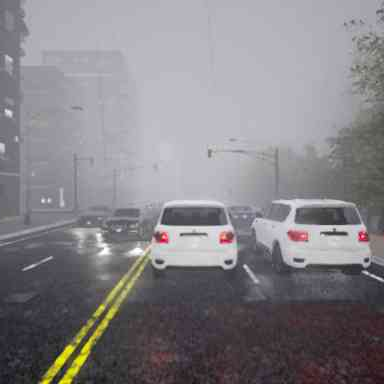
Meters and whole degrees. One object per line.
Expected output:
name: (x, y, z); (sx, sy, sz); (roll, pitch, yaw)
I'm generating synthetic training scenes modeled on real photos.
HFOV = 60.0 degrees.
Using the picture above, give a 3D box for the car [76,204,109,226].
car: (-6.544, 1.590, 23.809); (2.033, 1.411, 5.357); (0, 0, 0)

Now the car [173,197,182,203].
car: (-3.254, 1.759, 76.743); (1.895, 1.301, 4.718); (0, 0, 0)

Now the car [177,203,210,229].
car: (0.100, 1.589, 23.325); (2.033, 1.411, 5.357); (0, 0, 0)

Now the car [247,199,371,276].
car: (3.350, 1.238, 10.490); (2.150, 2.045, 5.566); (0, 0, 0)

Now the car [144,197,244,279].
car: (0.089, 1.237, 10.275); (2.150, 2.045, 5.566); (0, 0, 1)

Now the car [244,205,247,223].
car: (3.350, 1.589, 23.526); (2.033, 1.411, 5.357); (0, 0, 0)

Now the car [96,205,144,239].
car: (-3.333, 1.537, 17.600); (1.837, 1.490, 4.892); (0, -1, 0)
